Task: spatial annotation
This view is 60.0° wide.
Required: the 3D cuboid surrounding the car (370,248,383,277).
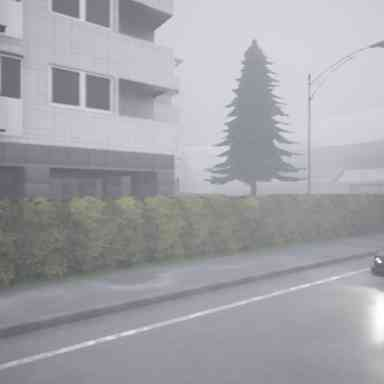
[{"bbox_3d":[6.946,1.541,8.863,5.357,1.411,2.033,0,0,-35],"label":"car"}]
